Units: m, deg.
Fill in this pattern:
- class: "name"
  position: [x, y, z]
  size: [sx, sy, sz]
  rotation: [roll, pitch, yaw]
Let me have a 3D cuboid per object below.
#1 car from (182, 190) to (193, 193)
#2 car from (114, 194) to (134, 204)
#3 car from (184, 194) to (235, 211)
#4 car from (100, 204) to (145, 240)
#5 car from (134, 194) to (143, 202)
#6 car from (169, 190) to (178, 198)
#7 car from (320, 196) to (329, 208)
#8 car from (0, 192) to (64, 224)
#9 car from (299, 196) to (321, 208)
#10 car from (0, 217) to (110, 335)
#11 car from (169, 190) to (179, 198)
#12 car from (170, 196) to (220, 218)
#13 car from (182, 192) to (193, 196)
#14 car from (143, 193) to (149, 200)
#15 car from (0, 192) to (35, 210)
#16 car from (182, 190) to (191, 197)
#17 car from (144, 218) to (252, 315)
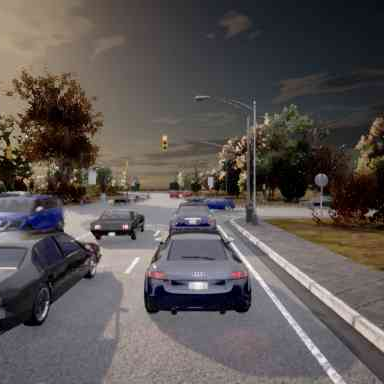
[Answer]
- class: "car"
  position: [-0.855, 0.577, 83.345]
  size: [2.150, 2.045, 5.566]
  rotation: [0, 1, -4]
- class: "car"
  position: [-10.840, 1.275, 52.060]
  size: [1.895, 1.301, 4.718]
  rotation: [0, 0, 0]
- class: "car"
  position: [2.060, 1.268, 35.319]
  size: [5.008, 1.535, 1.882]
  rotation: [0, 0, -19]
- class: "car"
  position: [-3.493, 1.520, 16.578]
  size: [1.895, 1.301, 4.718]
  rotation: [0, 0, -1]
- class: "car"
  position: [-10.860, 1.097, 61.162]
  size: [2.128, 1.511, 4.902]
  rotation: [0, 0, 0]
- class: "car"
  position: [-5.170, 0.446, 93.598]
  size: [2.150, 2.045, 5.566]
  rotation: [0, 1, -7]
- class: "car"
  position: [17.816, 1.323, 37.573]
  size: [5.357, 1.411, 2.033]
  rotation: [0, 0, -3]
- class: "car"
  position: [-7.269, 1.158, 14.211]
  size: [2.150, 2.045, 5.566]
  rotation: [0, 0, -2]
- class: "car"
  position: [15.747, 1.244, 40.953]
  size: [4.902, 1.511, 2.128]
  rotation: [0, 0, -3]
- class: "car"
  position: [-3.423, 1.529, 6.933]
  size: [2.033, 1.411, 5.357]
  rotation: [0, 0, -1]
- class: "car"
  position: [-4.329, 0.594, 82.857]
  size: [2.150, 2.045, 5.566]
  rotation: [0, 1, -3]
- class: "car"
  position: [0.028, 1.273, 16.259]
  size: [2.097, 1.767, 4.553]
  rotation: [0, 0, 0]
- class: "car"
  position: [0.896, 1.204, 44.674]
  size: [1.882, 1.535, 5.008]
  rotation: [-2, 2, -33]
- class: "car"
  position: [-10.913, 1.104, 71.119]
  size: [1.895, 1.301, 4.718]
  rotation: [0, 1, -1]
- class: "car"
  position: [-21.518, 0.989, 38.668]
  size: [5.566, 2.045, 2.150]
  rotation: [0, 0, -4]
- class: "car"
  position: [-1.682, 0.405, 93.992]
  size: [2.097, 1.767, 4.553]
  rotation: [0, 1, -7]
- class: "car"
  position: [0.074, 1.542, 7.625]
  size: [1.994, 1.385, 4.181]
  rotation: [0, 0, -1]
